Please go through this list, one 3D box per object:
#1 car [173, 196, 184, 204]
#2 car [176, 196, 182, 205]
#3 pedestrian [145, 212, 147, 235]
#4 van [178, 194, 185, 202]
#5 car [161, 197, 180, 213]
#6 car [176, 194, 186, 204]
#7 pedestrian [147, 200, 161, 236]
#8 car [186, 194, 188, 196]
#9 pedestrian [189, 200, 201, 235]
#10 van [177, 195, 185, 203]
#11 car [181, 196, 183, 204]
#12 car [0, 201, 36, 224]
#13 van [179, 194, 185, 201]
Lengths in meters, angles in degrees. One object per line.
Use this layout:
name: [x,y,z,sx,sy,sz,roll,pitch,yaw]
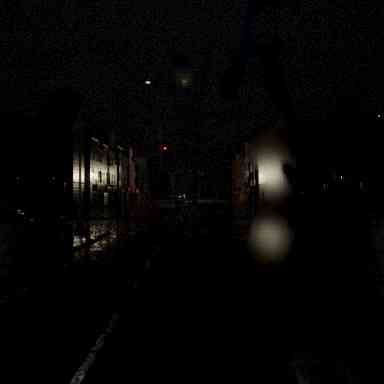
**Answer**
car: [-2.638,1.561,66.412,1.967,1.590,4.097,0,0,0]
car: [-2.636,1.600,43.991,1.887,1.381,4.507,0,0,0]
pedestrian: [-2.202,1.305,18.121,0.375,1.860,0.375,0,0,0]
van: [-2.639,1.523,83.229,1.690,1.788,3.998,0,0,0]
car: [-2.635,1.568,38.216,1.752,1.417,4.829,0,0,0]
car: [-2.637,1.543,60.807,1.967,1.590,4.097,0,0,0]
pedestrian: [-1.937,1.304,16.925,0.375,1.860,0.375,0,0,0]
car: [-2.638,1.455,72.018,2.192,1.841,5.009,0,0,0]
pedestrian: [0.158,1.305,17.526,0.375,1.860,0.375,0,0,0]
van: [-2.638,1.502,77.624,1.690,1.788,3.998,0,0,0]
car: [-2.637,1.651,49.596,1.802,1.307,4.206,0,0,0]
car: [-13.470,1.383,23.307,4.553,1.767,2.097,0,0,-1]
van: [-2.639,1.545,88.835,1.690,1.788,3.998,0,0,0]
